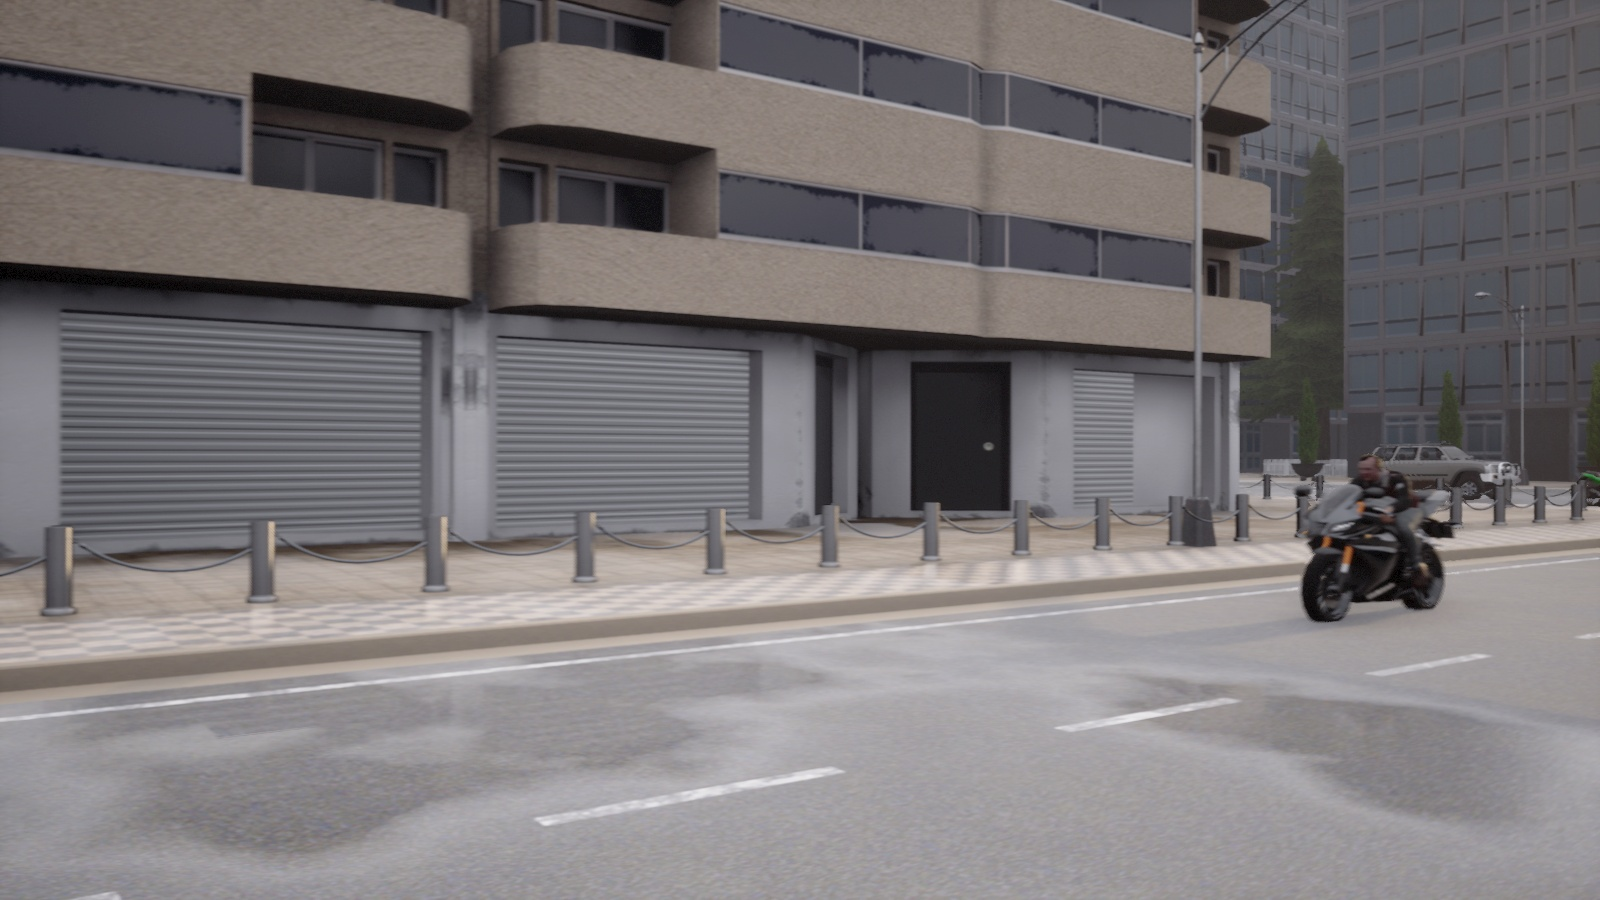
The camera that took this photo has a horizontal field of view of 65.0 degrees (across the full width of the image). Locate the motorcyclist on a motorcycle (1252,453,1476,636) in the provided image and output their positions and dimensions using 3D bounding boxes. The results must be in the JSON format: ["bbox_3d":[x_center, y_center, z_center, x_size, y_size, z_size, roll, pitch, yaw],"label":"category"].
[{"bbox_3d":[5.211,0.797,11.550,2.191,1.530,0.866,0,0,-35],"label":"motorcyclist on a motorcycle"}]

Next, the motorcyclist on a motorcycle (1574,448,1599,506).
[{"bbox_3d":[21.497,0.706,32.763,0.797,1.523,2.044,-1,0,-32],"label":"motorcyclist on a motorcycle"}]

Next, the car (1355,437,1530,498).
[{"bbox_3d":[20.535,0.565,40.321,1.932,1.855,4.605,0,-1,-35],"label":"car"}]
